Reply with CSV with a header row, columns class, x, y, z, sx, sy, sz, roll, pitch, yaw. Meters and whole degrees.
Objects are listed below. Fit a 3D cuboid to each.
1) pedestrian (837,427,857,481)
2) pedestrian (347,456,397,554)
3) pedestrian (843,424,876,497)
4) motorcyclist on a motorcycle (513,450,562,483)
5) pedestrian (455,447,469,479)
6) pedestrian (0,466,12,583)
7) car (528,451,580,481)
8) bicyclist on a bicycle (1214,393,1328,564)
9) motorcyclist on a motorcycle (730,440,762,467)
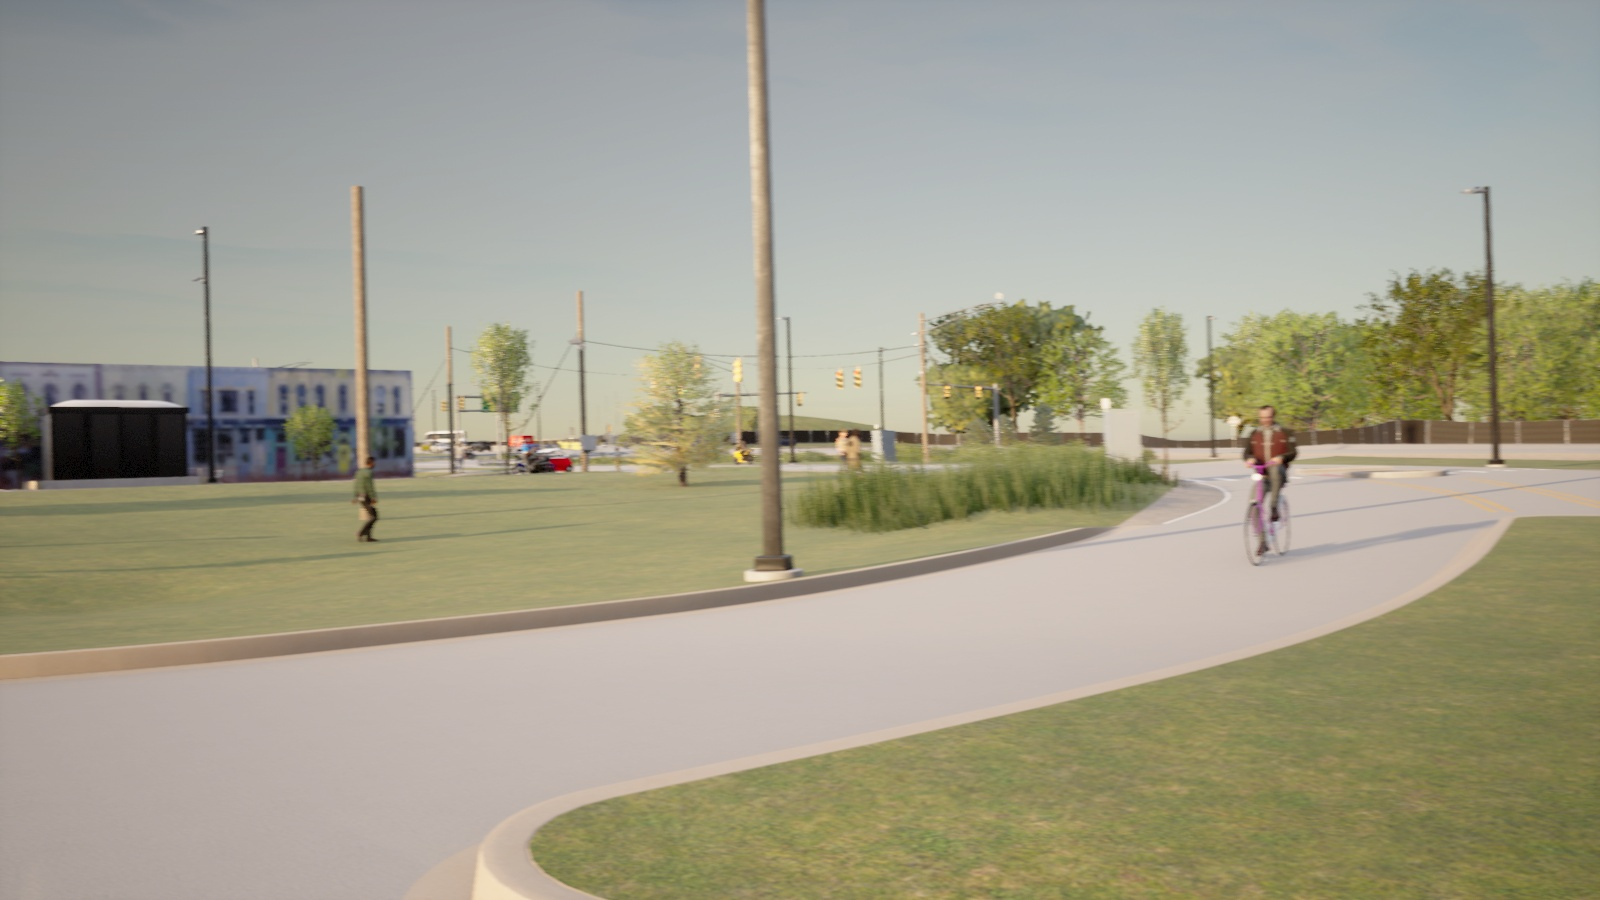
class,x,y,z,sx,sy,sz,roll,pitch,yaw
pedestrian,1.627,0.131,43.642,0.345,1.836,0.594,-2,-1,-33
pedestrian,-8.753,1.119,25.705,0.788,1.949,0.423,-2,-1,-41
pedestrian,1.604,0.278,33.847,0.692,1.930,0.396,-2,-1,-34
motorcyclist on a motorcycle,-13.234,0.844,63.270,2.191,1.530,0.866,-4,0,-26
pedestrian,-19.457,0.760,72.375,0.354,1.836,0.706,-3,-1,19
pedestrian,-12.897,1.182,19.769,0.706,1.836,0.354,-2,-1,-44
car,-12.816,0.837,65.497,1.481,1.376,2.207,-4,0,35
bicyclist on a bicycle,5.273,0.283,13.992,0.659,1.776,1.843,-4,0,34
motorcyclist on a motorcycle,-3.238,0.223,74.906,0.797,1.523,2.044,-2,0,-38
